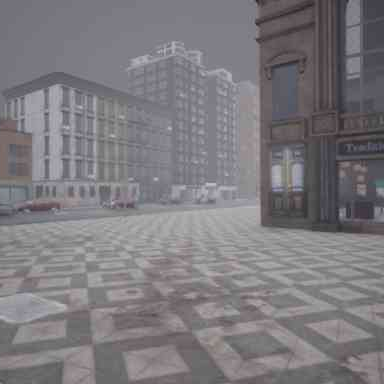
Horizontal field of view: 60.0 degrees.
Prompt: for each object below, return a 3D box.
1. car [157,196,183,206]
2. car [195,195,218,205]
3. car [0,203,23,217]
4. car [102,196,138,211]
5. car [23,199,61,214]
[{"bbox_3d":[-3.447,1.426,53.311,1.882,1.535,5.008,-1,-1,36],"label":"car"},{"bbox_3d":[2.403,1.262,55.836,2.097,1.767,4.553,-1,0,36],"label":"car"},{"bbox_3d":[-17.252,1.545,28.399,1.994,1.385,4.181,-1,0,35],"label":"car"},{"bbox_3d":[-8.708,1.304,40.391,2.097,1.767,4.553,-1,0,36],"label":"car"},{"bbox_3d":[-16.407,1.473,35.187,1.882,1.535,5.008,-1,0,35],"label":"car"}]
